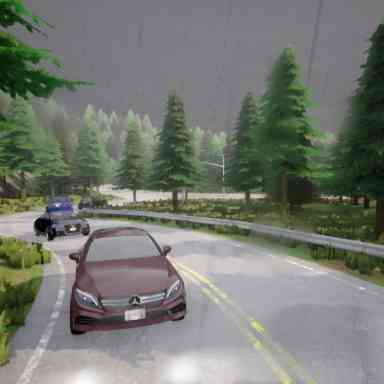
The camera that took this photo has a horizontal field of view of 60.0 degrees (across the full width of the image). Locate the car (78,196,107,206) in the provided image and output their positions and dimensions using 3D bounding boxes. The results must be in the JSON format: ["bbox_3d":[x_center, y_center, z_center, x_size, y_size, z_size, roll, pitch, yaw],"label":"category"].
[{"bbox_3d":[-12.644,1.283,42.796,2.097,1.767,4.553,2,2,13],"label":"car"}]

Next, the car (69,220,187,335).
[{"bbox_3d":[-1.509,1.522,7.034,1.812,1.442,4.674,-2,0,-17],"label":"car"}]

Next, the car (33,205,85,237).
[{"bbox_3d":[-7.023,1.662,17.742,1.994,1.385,4.181,-4,2,-38],"label":"car"}]

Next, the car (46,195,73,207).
[{"bbox_3d":[-12.805,1.322,32.212,2.150,2.045,5.566,-1,0,-18],"label":"car"}]
